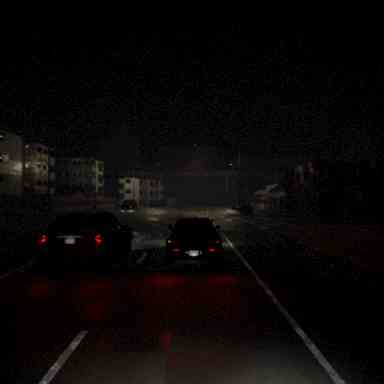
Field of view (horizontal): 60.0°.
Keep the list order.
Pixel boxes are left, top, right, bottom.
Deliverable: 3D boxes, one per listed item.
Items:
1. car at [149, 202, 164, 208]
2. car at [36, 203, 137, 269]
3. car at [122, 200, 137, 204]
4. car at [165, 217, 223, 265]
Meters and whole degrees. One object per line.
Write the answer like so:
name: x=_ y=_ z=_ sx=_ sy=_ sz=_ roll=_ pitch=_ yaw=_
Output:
car: x=-8.725 y=3.211 z=82.251 sx=1.882 sy=1.535 sz=5.008 roll=-1 pitch=-2 yaw=25
car: x=-3.433 y=1.431 z=11.511 sx=2.097 sy=1.767 sz=4.553 roll=0 pitch=-1 yaw=0
car: x=-12.526 y=2.551 z=66.424 sx=2.150 sy=2.045 sz=5.566 roll=0 pitch=-1 yaw=4
car: x=0.069 y=1.609 z=11.828 sx=1.812 sy=1.442 sz=4.674 roll=0 pitch=-1 yaw=0
